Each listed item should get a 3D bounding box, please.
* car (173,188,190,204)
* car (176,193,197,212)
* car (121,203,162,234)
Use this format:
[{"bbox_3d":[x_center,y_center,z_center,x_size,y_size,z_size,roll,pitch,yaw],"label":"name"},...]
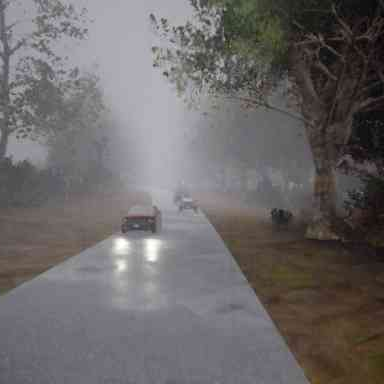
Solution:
[{"bbox_3d":[-1.431,0.481,46.490,2.150,2.045,5.566,-1,3,-7],"label":"car"},{"bbox_3d":[-0.462,1.226,34.703,1.812,1.442,4.674,-1,2,-3],"label":"car"},{"bbox_3d":[-2.842,1.449,19.483,1.882,1.535,5.008,0,0,0],"label":"car"}]
